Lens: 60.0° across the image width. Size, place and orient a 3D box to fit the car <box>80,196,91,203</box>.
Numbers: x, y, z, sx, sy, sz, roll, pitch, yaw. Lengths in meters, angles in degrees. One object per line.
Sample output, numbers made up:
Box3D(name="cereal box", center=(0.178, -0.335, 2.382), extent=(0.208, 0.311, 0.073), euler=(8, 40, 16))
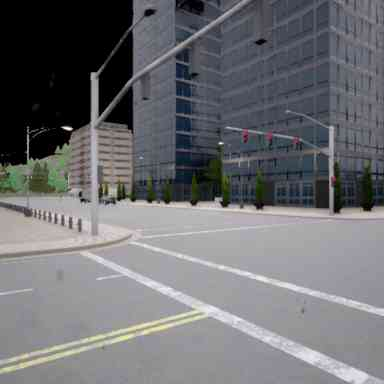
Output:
Box3D(name="car", center=(-20.626, 1.483, 65.703), extent=(2.033, 1.411, 5.357), euler=(0, 0, -33))

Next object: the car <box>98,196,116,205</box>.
Box3D(name="car", center=(-14.661, 1.440, 57.188), extent=(1.837, 1.490, 4.892), euler=(0, 0, -35))
